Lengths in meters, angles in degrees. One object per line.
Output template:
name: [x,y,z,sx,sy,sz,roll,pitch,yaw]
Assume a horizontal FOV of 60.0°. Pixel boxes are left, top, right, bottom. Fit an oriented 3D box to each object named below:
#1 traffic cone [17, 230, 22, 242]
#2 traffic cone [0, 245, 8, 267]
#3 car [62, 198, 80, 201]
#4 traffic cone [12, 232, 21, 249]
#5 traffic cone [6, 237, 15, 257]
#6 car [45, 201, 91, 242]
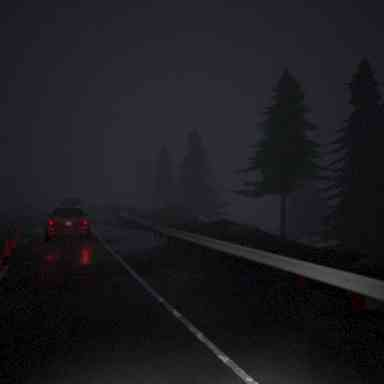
traffic cone: [-8.437,2.148,16.138,0.340,0.580,0.340,0,-1,-22]
traffic cone: [-6.153,2.085,10.590,0.340,0.580,0.340,0,-1,-22]
car: [-12.940,1.622,35.775,2.150,2.045,5.566,0,0,-18]
traffic cone: [-7.675,2.127,14.289,0.340,0.580,0.340,0,-1,-22]
traffic cone: [-6.914,2.106,12.439,0.340,0.580,0.340,0,-1,-22]
car: [-6.704,1.553,17.943,2.097,1.767,4.553,0,-1,-21]
